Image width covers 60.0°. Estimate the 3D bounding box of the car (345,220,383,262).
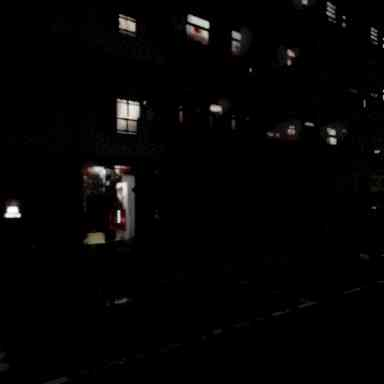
[{"bbox_3d":[7.174,1.673,11.708,4.313,1.339,1.947,1,-1,-36],"label":"car"}]
